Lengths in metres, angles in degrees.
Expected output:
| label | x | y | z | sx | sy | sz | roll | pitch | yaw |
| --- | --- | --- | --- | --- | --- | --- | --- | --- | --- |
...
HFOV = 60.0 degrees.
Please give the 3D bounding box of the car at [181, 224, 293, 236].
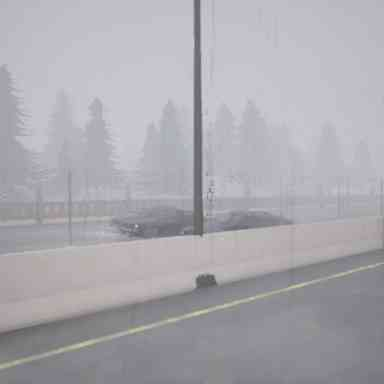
| label | x | y | z | sx | sy | sz | roll | pitch | yaw |
| --- | --- | --- | --- | --- | --- | --- | --- | --- | --- |
| car | 2.070 | 1.481 | 14.067 | 5.357 | 1.411 | 2.033 | 0 | 0 | -36 |
